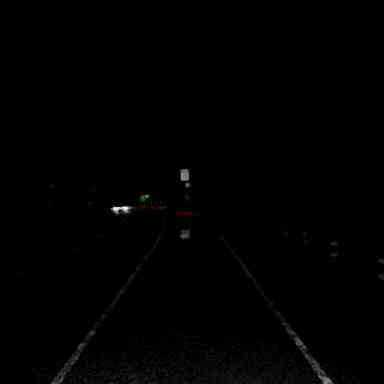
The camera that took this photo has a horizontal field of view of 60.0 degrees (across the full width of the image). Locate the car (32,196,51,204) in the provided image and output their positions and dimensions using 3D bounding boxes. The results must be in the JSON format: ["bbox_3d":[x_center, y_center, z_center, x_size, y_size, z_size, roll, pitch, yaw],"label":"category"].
[{"bbox_3d":[-34.523,1.698,76.280,4.892,1.490,1.837,-3,4,27],"label":"car"}]

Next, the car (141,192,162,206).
[{"bbox_3d":[-5.185,1.119,46.660,1.882,1.535,5.008,-3,2,-25],"label":"car"}]

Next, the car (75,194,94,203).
[{"bbox_3d":[-21.856,1.228,67.488,4.902,1.511,2.128,-2,3,37],"label":"car"}]

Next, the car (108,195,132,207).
[{"bbox_3d":[-10.541,1.396,47.268,1.994,1.385,4.181,-3,1,-27],"label":"car"}]

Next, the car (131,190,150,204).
[{"bbox_3d":[-8.102,0.809,52.240,2.150,2.045,5.566,-4,2,-30],"label":"car"}]

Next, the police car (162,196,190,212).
[{"bbox_3d":[-1.627,1.221,36.956,1.930,1.638,5.238,-2,1,-15],"label":"police car"}]
